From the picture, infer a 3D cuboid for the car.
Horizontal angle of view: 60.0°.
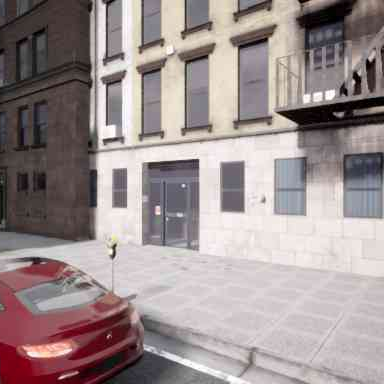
[{"bbox_3d":[-2.504,1.582,4.596,4.206,1.307,1.802,0,0,36],"label":"car"}]
